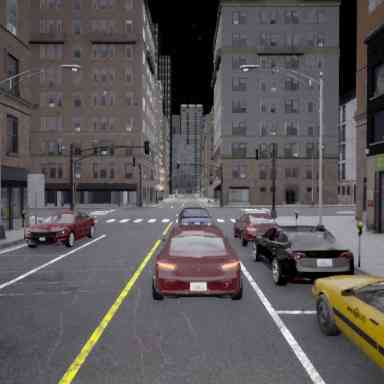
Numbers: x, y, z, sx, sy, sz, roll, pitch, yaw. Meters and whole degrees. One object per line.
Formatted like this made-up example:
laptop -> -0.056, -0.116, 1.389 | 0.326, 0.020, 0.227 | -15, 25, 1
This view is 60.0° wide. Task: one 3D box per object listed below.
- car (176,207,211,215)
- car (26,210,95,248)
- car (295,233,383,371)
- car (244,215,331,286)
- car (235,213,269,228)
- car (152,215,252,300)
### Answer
car -> 0.136, 1.542, 18.253 | 2.033, 1.411, 5.357 | 0, 0, -3
car -> -5.676, 1.540, 14.849 | 1.887, 1.381, 4.507 | -1, 0, 0
car -> 2.866, 1.524, 3.848 | 1.752, 1.417, 4.829 | -1, 0, 0
car -> 2.868, 1.563, 9.264 | 1.947, 1.339, 4.313 | -1, 0, 0
car -> 2.869, 1.577, 14.850 | 1.802, 1.307, 4.206 | -1, 0, 0
car -> 0.100, 1.523, 8.233 | 1.812, 1.442, 4.674 | 0, 0, 0
